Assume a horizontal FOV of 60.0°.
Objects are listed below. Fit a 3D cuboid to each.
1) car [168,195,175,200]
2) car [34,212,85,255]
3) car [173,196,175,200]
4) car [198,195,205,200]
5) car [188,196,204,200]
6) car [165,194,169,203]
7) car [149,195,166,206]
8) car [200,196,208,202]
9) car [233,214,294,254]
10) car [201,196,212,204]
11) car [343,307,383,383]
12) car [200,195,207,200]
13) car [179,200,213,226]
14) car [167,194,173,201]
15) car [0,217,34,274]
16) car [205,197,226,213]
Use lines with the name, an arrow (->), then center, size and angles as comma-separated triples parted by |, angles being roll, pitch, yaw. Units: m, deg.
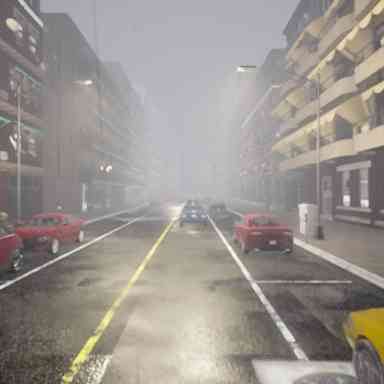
car -> -5.674, 1.510, 92.046 | 1.752, 1.417, 4.829 | 0, 0, 0
car -> -5.687, 1.544, 13.310 | 1.887, 1.381, 4.507 | 0, 0, 0
car -> -5.675, 1.303, 80.944 | 2.192, 1.841, 5.009 | 0, 0, 0
car -> 2.707, 1.567, 92.211 | 1.802, 1.307, 4.206 | 0, 0, 0
car -> 0.106, 1.543, 41.273 | 2.033, 1.411, 5.357 | 0, 0, 0
car -> -5.680, 1.543, 58.399 | 2.008, 1.369, 4.403 | 0, 0, 0
car -> -5.681, 1.545, 52.762 | 2.008, 1.369, 4.403 | 0, 0, 0
car -> 2.704, 1.570, 75.302 | 1.802, 1.307, 4.206 | 0, 0, 0
car -> 2.693, 1.544, 13.304 | 1.887, 1.381, 4.507 | 0, 0, 0
car -> 2.702, 1.557, 64.030 | 1.947, 1.339, 4.313 | 0, 0, 0
car -> 2.692, 1.525, 2.201 | 1.752, 1.417, 4.829 | 0, 0, 0
car -> 2.702, 1.517, 58.563 | 1.752, 1.417, 4.829 | 0, 0, 0
car -> 0.104, 1.546, 23.103 | 2.033, 1.411, 5.357 | 0, 0, 0
car -> -5.678, 1.535, 69.672 | 1.887, 1.381, 4.507 | 0, 0, 0
car -> -5.688, 1.440, 7.672 | 1.967, 1.590, 4.097 | 0, 0, 0
car -> 2.697, 1.547, 35.848 | 2.008, 1.369, 4.403 | 0, 0, 0
